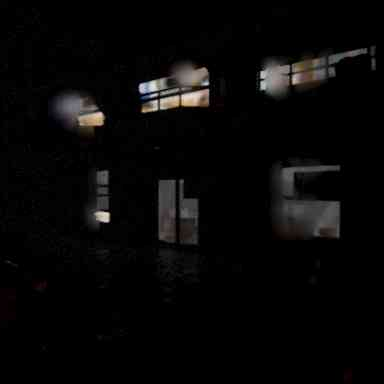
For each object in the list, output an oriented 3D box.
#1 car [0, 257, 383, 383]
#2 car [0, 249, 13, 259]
[{"bbox_3d":[0.415,1.440,2.579,4.097,1.590,1.967,0,0,36],"label":"car"},{"bbox_3d":[-4.168,1.580,5.850,4.206,1.307,1.802,0,0,36],"label":"car"}]
